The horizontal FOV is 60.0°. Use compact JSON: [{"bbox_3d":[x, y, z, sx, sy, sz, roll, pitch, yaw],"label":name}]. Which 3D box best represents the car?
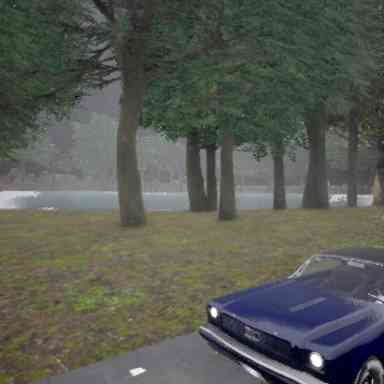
[{"bbox_3d":[2.434,1.575,4.799,4.718,1.301,1.895,0,0,-35],"label":"car"}]
